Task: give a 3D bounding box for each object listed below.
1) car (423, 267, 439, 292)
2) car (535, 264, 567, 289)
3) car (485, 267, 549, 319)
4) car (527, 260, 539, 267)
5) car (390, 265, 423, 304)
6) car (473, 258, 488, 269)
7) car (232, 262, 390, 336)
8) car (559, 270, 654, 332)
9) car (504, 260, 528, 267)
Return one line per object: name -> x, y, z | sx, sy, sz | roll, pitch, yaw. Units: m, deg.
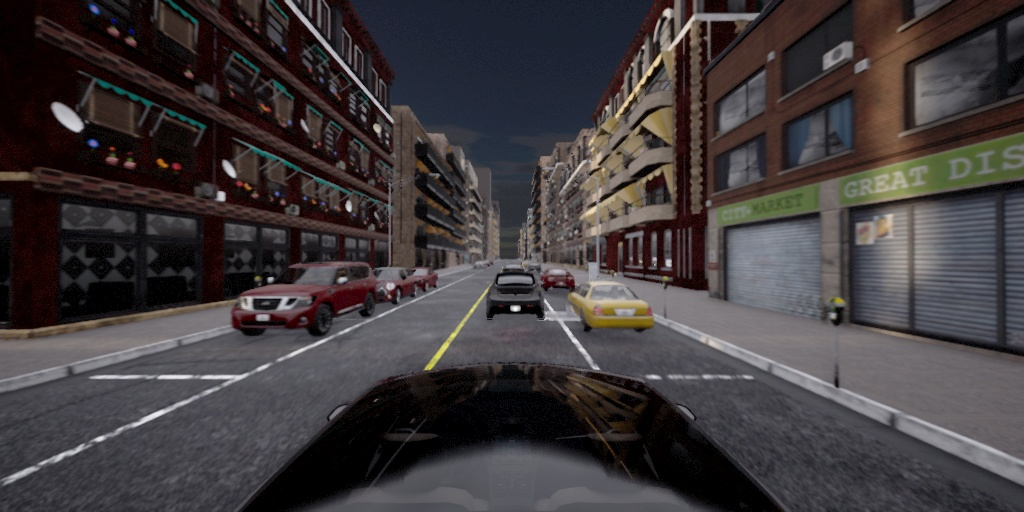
car -> -5.687, 1.373, 21.968 | 1.888, 1.381, 4.507 | 0, 0, 0
car -> 2.694, 1.373, 21.961 | 1.888, 1.381, 4.507 | 0, 0, 0
car -> 0.103, 1.298, 12.960 | 1.837, 1.490, 4.892 | 0, 0, 0
car -> 2.699, 1.464, 44.505 | 2.007, 1.370, 4.403 | 0, 0, 0
car -> -5.688, 1.246, 16.330 | 1.967, 1.591, 4.097 | 0, 0, 0
car -> -5.677, 1.526, 61.420 | 2.007, 1.370, 4.403 | 0, 0, 0
car -> -5.689, 1.099, 10.695 | 2.192, 1.841, 5.009 | 0, 0, 0
car -> 2.691, 1.310, 10.859 | 1.751, 1.417, 4.829 | 0, 0, 0
car -> 0.108, 1.339, 30.869 | 1.882, 1.535, 5.008 | 0, 0, 0
